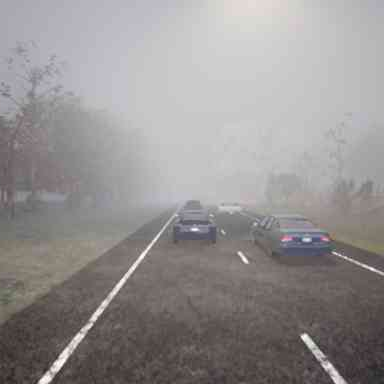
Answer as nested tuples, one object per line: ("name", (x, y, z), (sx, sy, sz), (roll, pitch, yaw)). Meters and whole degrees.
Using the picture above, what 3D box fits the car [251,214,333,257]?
("car", (3.607, 1.553, 12.960), (2.033, 1.411, 5.357), (0, 0, 0))

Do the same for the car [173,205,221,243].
("car", (0.110, 1.571, 16.204), (1.994, 1.385, 4.181), (0, 0, 0))

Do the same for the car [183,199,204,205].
("car", (0.120, 1.521, 33.919), (1.837, 1.490, 4.892), (0, 0, 0))

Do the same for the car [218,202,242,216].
("car", (3.619, 1.616, 32.627), (1.895, 1.301, 4.718), (0, 0, 0))
